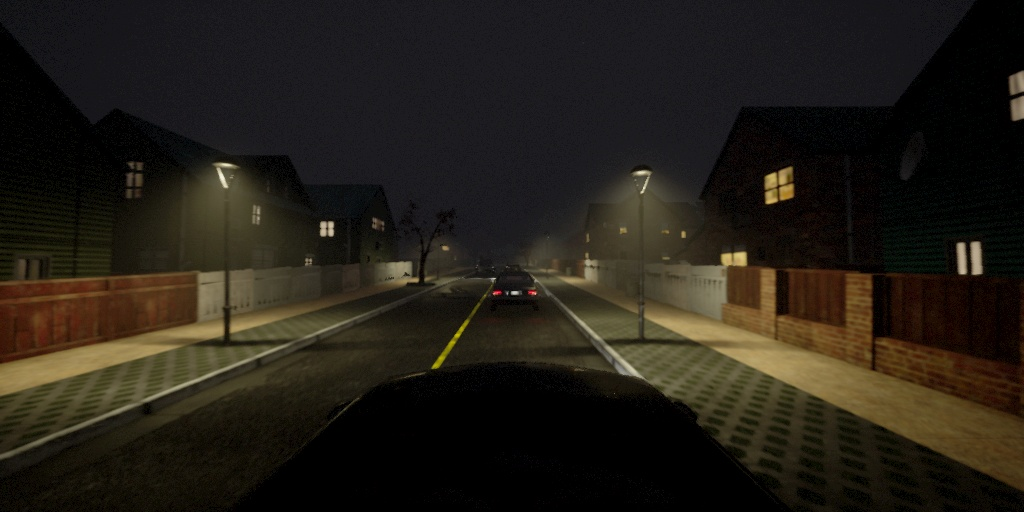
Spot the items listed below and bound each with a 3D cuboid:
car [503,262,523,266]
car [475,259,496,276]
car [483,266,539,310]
[{"bbox_3d":[0.086,1.337,37.943,2.128,1.511,4.902,0,0,0],"label":"car"},{"bbox_3d":[-2.765,1.056,38.389,2.097,1.767,4.553,0,0,0],"label":"car"},{"bbox_3d":[0.094,1.323,14.837,2.033,1.411,5.357,0,0,0],"label":"car"}]
